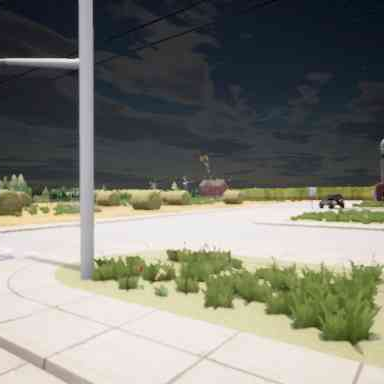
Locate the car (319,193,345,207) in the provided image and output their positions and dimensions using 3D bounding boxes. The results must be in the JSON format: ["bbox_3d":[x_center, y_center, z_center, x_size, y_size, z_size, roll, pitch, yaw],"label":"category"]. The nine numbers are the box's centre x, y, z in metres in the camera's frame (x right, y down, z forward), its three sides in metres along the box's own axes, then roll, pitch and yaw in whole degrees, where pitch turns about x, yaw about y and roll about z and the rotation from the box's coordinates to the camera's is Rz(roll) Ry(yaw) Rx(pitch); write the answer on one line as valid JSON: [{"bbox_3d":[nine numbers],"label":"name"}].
[{"bbox_3d":[18.135,1.211,43.247,1.905,1.878,3.866,-6,-1,-8],"label":"car"}]
